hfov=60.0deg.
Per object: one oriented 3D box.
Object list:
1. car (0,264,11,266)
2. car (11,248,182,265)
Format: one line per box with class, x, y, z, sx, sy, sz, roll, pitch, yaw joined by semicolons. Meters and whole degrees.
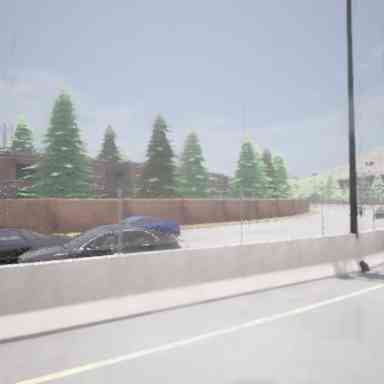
car;-6.934;1.968;11.688;5.357;1.411;2.033;0;-2;-30
car;-2.655;1.845;10.285;4.892;1.490;1.837;1;-2;-33
